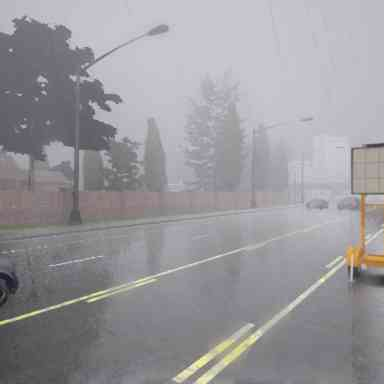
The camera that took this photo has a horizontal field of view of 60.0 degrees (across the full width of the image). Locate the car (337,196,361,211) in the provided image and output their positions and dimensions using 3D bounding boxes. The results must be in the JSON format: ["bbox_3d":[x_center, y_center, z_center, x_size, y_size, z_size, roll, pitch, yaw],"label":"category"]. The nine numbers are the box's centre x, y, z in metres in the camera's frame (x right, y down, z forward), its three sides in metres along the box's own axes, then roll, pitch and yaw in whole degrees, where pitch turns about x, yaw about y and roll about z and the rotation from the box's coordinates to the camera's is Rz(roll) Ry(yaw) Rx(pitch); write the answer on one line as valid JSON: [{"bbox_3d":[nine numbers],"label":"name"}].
[{"bbox_3d":[19.194,1.378,40.525,2.097,1.767,4.553,0,0,35],"label":"car"}]

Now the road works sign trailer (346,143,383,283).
[{"bbox_3d":[5.594,0.470,8.868,2.380,3.560,2.880,0,0,35],"label":"road works sign trailer"}]

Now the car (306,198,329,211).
[{"bbox_3d":[15.770,1.519,41.725,2.128,1.511,4.902,0,0,35],"label":"car"}]

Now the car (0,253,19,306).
[{"bbox_3d":[-5.333,1.567,5.702,1.994,1.385,4.181,0,0,35],"label":"car"}]
